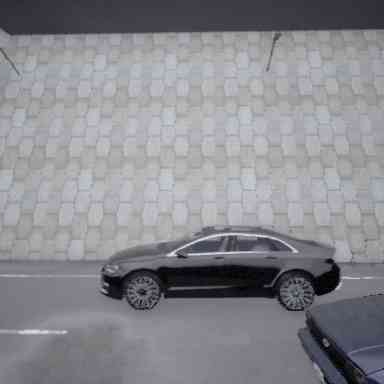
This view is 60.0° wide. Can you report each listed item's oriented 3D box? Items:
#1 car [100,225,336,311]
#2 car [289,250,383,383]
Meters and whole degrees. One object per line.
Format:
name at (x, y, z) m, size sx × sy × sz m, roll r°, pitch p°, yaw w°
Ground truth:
car at (0.571, 1.489, 7.112) m, size 4.902 × 1.511 × 2.128 m, roll 0°, pitch 0°, yaw 1°
car at (4.031, 1.548, 3.534) m, size 5.357 × 1.411 × 2.033 m, roll 0°, pitch 0°, yaw 1°
